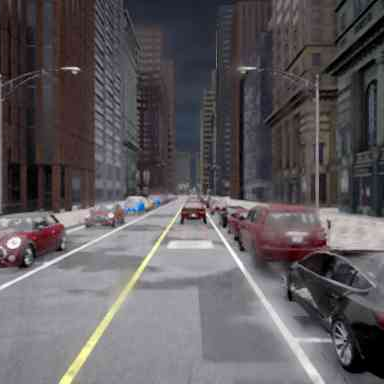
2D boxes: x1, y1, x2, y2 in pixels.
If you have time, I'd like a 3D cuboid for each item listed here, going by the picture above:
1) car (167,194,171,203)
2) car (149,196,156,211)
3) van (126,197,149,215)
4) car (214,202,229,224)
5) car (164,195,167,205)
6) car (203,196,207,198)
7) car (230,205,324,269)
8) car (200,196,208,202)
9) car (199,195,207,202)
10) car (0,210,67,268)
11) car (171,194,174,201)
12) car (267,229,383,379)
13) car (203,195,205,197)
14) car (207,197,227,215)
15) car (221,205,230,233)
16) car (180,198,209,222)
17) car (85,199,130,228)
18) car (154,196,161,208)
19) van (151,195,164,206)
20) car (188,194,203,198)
[{"bbox_3d":[-5.736,1.394,61.833,2.192,1.841,5.009,0,0,0],"label":"car"},{"bbox_3d":[-5.746,1.570,39.117,1.752,1.417,4.829,0,0,0],"label":"car"},{"bbox_3d":[-5.749,1.379,33.650,1.690,1.788,3.998,0,0,0],"label":"van"},{"bbox_3d":[2.771,1.591,22.381,1.947,1.339,4.313,0,0,0],"label":"car"},{"bbox_3d":[-5.738,1.511,56.196,1.967,1.590,4.097,0,0,0],"label":"car"},{"bbox_3d":[2.782,1.619,44.925,1.947,1.339,4.313,0,0,0],"label":"car"},{"bbox_3d":[2.764,1.328,11.109,2.192,1.841,5.009,0,0,0],"label":"car"},{"bbox_3d":[2.798,1.689,78.744,1.802,1.307,4.206,0,0,0],"label":"car"},{"bbox_3d":[2.800,1.558,84.380,1.967,1.590,4.097,0,0,0],"label":"car"},{"bbox_3d":[-5.760,1.453,11.103,1.967,1.590,4.097,0,0,0],"label":"car"},{"bbox_3d":[-5.729,1.663,73.106,1.947,1.339,4.313,0,0,0],"label":"car"},{"bbox_3d":[2.762,1.572,5.472,1.947,1.339,4.313,0,0,0],"label":"car"},{"bbox_3d":[2.790,1.661,61.835,1.802,1.307,4.206,0,0,0],"label":"car"},{"bbox_3d":[2.776,1.478,33.653,1.967,1.590,4.097,0,0,0],"label":"car"},{"bbox_3d":[2.768,1.564,16.745,1.887,1.381,4.507,0,0,0],"label":"car"},{"bbox_3d":[0.115,1.507,26.266,1.882,1.535,5.008,0,0,0],"label":"car"},{"bbox_3d":[-5.755,1.465,22.377,1.967,1.590,4.097,0,0,0],"label":"car"},{"bbox_3d":[-5.743,1.604,44.923,2.008,1.369,4.403,0,0,0],"label":"car"},{"bbox_3d":[-5.741,1.403,50.560,1.690,1.788,3.998,0,0,0],"label":"van"},{"bbox_3d":[0.122,1.408,45.670,2.097,1.767,4.553,0,0,0],"label":"car"}]
